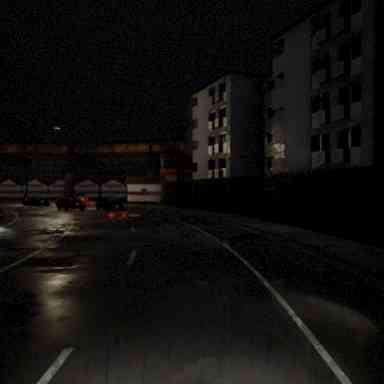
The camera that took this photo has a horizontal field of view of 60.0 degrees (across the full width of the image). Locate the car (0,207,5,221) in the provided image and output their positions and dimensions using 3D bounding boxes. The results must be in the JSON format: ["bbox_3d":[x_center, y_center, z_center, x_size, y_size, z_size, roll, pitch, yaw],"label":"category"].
[{"bbox_3d":[-13.406,1.362,21.474,1.994,1.385,4.181,0,1,-21],"label":"car"}]

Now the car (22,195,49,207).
[{"bbox_3d":[-20.093,1.116,42.630,4.181,1.385,1.994,1,1,41],"label":"car"}]

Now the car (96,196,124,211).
[{"bbox_3d":[-8.541,1.171,34.563,1.812,1.442,4.674,0,1,-32],"label":"car"}]

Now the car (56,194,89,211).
[{"bbox_3d":[-12.597,1.189,34.475,2.033,1.411,5.357,0,1,-35],"label":"car"}]
